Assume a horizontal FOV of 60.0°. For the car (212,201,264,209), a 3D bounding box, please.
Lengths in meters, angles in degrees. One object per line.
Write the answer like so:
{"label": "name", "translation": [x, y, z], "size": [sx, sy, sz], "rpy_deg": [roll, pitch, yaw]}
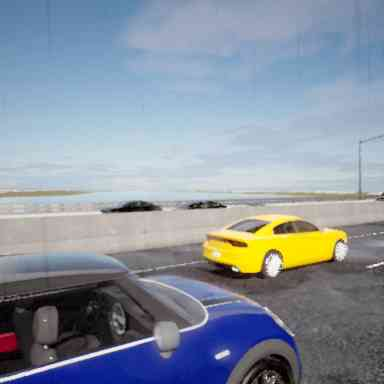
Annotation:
{"label": "car", "translation": [3.912, 1.439, 23.898], "size": [4.181, 1.385, 1.994], "rpy_deg": [-1, 0, -35]}

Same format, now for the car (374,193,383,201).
{"label": "car", "translation": [29.417, 0.962, 50.072], "size": [4.553, 1.767, 2.097], "rpy_deg": [-1, 0, -34]}

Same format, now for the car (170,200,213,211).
{"label": "car", "translation": [0.525, 1.392, 25.796], "size": [4.892, 1.490, 1.837], "rpy_deg": [-1, 0, -35]}

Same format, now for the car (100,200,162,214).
{"label": "car", "translation": [-4.758, 1.393, 26.353], "size": [5.008, 1.535, 1.882], "rpy_deg": [-1, 0, -35]}

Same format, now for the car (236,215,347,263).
{"label": "car", "translation": [2.651, 1.420, 9.914], "size": [5.008, 1.535, 1.882], "rpy_deg": [-1, 0, -35]}

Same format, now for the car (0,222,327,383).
{"label": "car", "translation": [-1.098, 1.346, 2.955], "size": [4.553, 1.767, 2.097], "rpy_deg": [0, 0, -35]}
